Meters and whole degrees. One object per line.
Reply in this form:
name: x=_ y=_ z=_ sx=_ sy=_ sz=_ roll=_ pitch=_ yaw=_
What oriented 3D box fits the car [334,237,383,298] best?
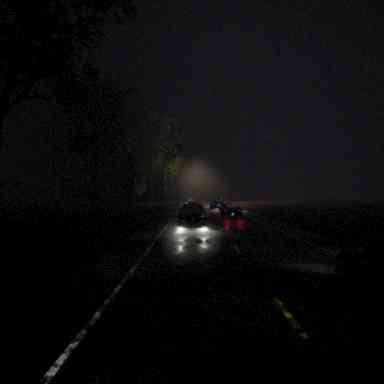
car: x=4.577 y=1.566 z=6.687 sx=1.812 sy=1.442 sz=4.674 roll=0 pitch=0 yaw=0

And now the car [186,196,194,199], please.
car: x=-0.591 y=1.704 z=81.349 sx=1.812 sy=1.442 sz=4.674 roll=0 pitch=0 yaw=-1

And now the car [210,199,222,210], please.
car: x=3.474 y=1.671 z=45.117 sx=1.994 sy=1.385 sz=4.181 roll=0 pitch=0 yaw=0

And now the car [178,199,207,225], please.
car: x=0.048 y=1.520 z=24.396 sx=1.882 sy=1.535 sz=5.008 roll=0 pitch=0 yaw=0

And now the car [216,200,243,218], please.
car: x=3.589 y=1.679 z=31.442 sx=1.895 sy=1.301 sz=4.718 roll=0 pitch=0 yaw=0
